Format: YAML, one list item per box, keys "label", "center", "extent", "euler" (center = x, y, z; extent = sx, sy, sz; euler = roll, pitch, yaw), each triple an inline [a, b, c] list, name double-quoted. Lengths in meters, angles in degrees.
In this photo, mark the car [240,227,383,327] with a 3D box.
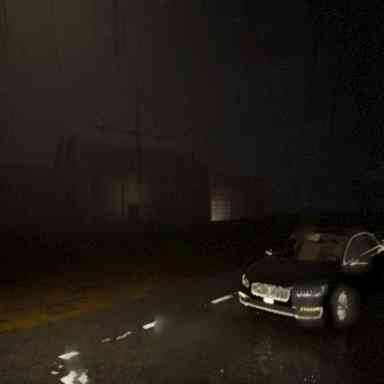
- label: "car"
  center: [2.986, 1.615, 7.460]
  extent: [1.837, 1.490, 4.892]
  euler: [-2, -1, 44]
